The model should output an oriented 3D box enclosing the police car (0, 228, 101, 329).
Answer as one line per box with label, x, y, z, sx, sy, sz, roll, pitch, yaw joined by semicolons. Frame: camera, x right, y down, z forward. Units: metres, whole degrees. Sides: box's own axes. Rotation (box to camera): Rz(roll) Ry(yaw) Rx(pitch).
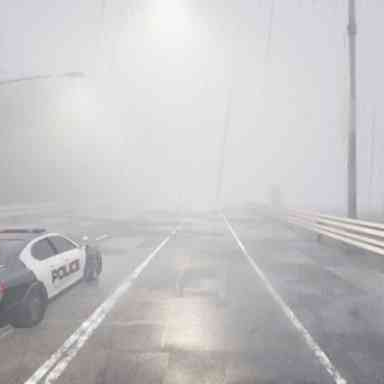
police car;-3.500;1.547;7.176;2.038;1.542;4.974;0;0;3
